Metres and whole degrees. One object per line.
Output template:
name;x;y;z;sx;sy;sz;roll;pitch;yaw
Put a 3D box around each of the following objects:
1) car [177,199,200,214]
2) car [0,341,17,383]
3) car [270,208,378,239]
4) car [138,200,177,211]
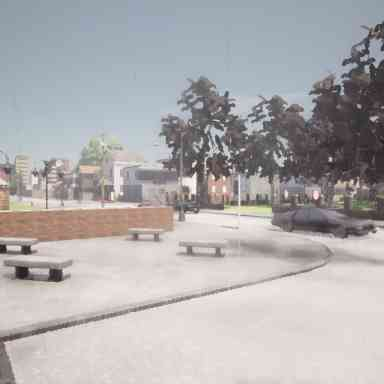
car;-1.065;1.505;35.651;1.837;1.490;4.892;0;0;-36
car;-3.937;1.547;1.700;5.357;1.411;2.033;0;0;-34
car;6.728;1.547;17.679;2.033;1.411;5.357;0;0;-37
car;-3.687;1.526;32.152;1.812;1.442;4.674;0;0;-36
